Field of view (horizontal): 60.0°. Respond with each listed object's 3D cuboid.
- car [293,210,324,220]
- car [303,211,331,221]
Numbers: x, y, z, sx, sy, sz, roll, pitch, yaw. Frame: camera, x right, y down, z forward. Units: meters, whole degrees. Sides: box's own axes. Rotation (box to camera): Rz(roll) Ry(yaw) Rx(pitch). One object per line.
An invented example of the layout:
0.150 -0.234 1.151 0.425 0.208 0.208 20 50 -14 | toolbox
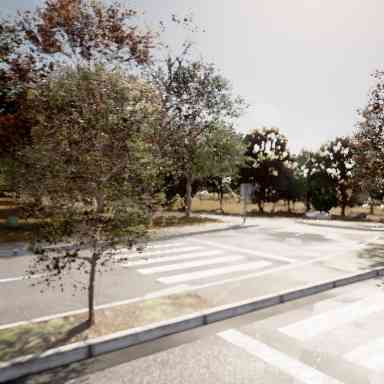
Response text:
19.330 3.788 55.260 4.718 1.301 1.895 4 -3 -22 | car
19.504 3.730 51.757 4.674 1.442 1.812 4 -3 -23 | car
